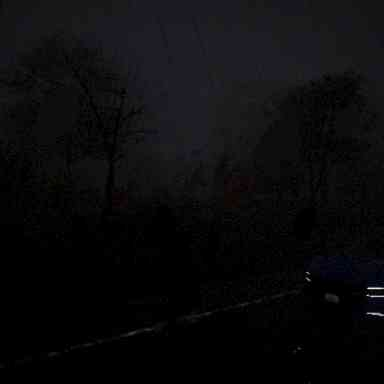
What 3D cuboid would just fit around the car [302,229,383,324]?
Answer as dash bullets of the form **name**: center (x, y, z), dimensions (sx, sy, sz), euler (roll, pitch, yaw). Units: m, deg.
- **car**: center (4.426, 1.549, 7.079), dimensions (5.008, 1.535, 1.882), euler (1, 0, -35)
